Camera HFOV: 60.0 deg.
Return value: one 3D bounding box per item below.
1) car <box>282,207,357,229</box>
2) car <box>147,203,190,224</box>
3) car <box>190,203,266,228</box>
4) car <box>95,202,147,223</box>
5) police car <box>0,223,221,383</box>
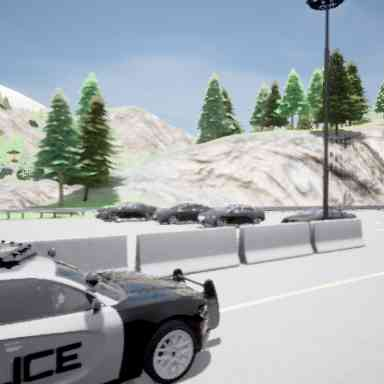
[{"bbox_3d":[8.236,1.674,21.209,5.357,1.411,2.033,1,0,-28],"label":"car"},{"bbox_3d":[-0.502,1.555,24.274,4.892,1.490,1.837,0,0,-31],"label":"car"},{"bbox_3d":[2.681,1.567,22.090,4.902,1.511,2.128,1,0,-30],"label":"car"},{"bbox_3d":[-4.928,1.504,25.680,4.902,1.511,2.128,1,0,-31],"label":"car"},{"bbox_3d":[-1.956,1.414,3.787,5.238,1.638,1.930,1,0,-35],"label":"police car"}]
